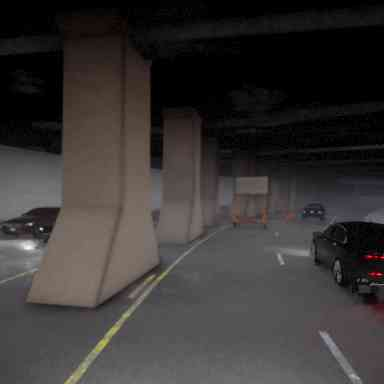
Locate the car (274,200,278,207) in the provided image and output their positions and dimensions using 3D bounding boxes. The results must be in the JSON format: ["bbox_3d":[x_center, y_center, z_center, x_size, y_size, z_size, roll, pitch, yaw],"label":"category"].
[{"bbox_3d":[12.768,1.940,54.209,1.895,1.301,4.718,0,0,33],"label":"car"}]

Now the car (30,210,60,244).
[{"bbox_3d":[-5.004,1.616,15.571,1.895,1.301,4.718,0,0,13],"label":"car"}]

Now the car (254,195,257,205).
[{"bbox_3d":[10.169,1.543,56.628,2.150,2.045,5.566,0,0,33],"label":"car"}]

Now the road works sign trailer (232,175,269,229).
[{"bbox_3d":[4.211,0.598,23.292,2.380,3.560,2.880,0,0,22],"label":"road works sign trailer"}]

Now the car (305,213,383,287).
[{"bbox_3d":[4.700,1.588,9.415,1.837,1.490,4.892,0,0,9],"label":"car"}]

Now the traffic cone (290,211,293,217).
[{"bbox_3d":[8.966,2.166,31.062,0.340,0.580,0.340,0,0,22],"label":"traffic cone"}]

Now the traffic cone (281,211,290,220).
[{"bbox_3d":[8.213,2.151,29.209,0.340,0.580,0.340,0,0,22],"label":"traffic cone"}]

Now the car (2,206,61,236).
[{"bbox_3d":[-7.972,1.523,18.063,1.812,1.442,4.674,0,0,14],"label":"car"}]

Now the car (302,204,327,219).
[{"bbox_3d":[11.397,1.780,30.853,2.033,1.411,5.357,0,0,25],"label":"car"}]
